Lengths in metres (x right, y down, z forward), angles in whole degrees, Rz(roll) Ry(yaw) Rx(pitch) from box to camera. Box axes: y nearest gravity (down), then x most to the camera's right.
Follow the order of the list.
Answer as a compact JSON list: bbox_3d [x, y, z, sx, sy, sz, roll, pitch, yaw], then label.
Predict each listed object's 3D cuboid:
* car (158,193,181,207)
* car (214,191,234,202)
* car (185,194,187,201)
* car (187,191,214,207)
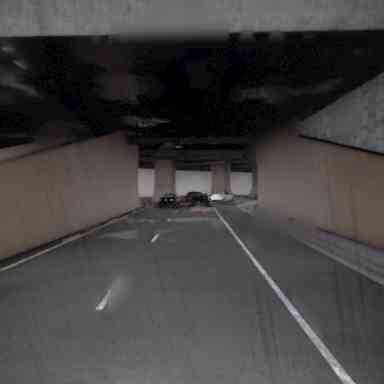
[{"bbox_3d":[-2.478,0.845,37.444,2.033,1.411,5.357,0,1,6],"label":"car"},{"bbox_3d":[4.515,0.634,48.431,1.812,1.442,4.674,1,1,32],"label":"car"},{"bbox_3d":[0.685,0.602,48.701,1.837,1.490,4.892,1,2,28],"label":"car"},{"bbox_3d":[1.037,0.798,37.386,2.128,1.511,4.902,0,1,7],"label":"car"}]
